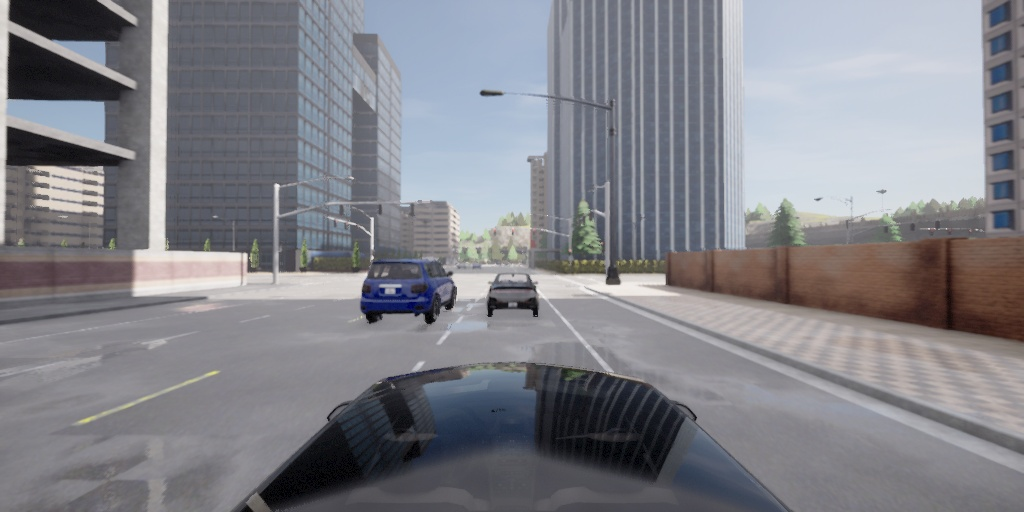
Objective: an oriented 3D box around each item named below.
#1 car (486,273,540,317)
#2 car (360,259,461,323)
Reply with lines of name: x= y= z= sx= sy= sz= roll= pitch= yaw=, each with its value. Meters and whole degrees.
car: x=0.042 y=1.411 z=14.120 sx=2.128 sy=1.511 sz=4.902 roll=0 pitch=-1 yaw=0
car: x=-3.465 y=1.126 z=12.951 sx=2.150 sy=2.045 sz=5.566 roll=0 pitch=-1 yaw=0
